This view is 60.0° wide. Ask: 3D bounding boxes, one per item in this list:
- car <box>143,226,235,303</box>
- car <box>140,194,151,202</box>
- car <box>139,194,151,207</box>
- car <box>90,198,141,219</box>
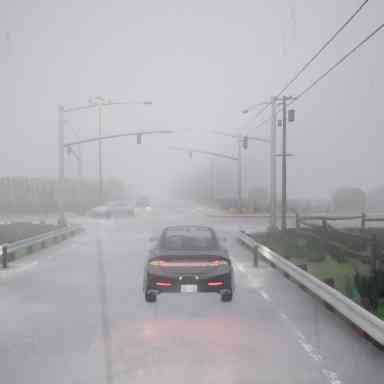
[{"bbox_3d":[-0.095,1.614,8.487,2.128,1.511,4.902,0,-2,-1],"label":"car"},{"bbox_3d":[-8.938,1.105,63.868,1.994,1.385,4.181,0,1,-7],"label":"car"},{"bbox_3d":[-6.798,1.348,46.723,1.837,1.490,4.892,0,1,-7],"label":"car"},{"bbox_3d":[-7.341,1.643,31.291,1.812,1.442,4.674,2,2,33],"label":"car"}]
